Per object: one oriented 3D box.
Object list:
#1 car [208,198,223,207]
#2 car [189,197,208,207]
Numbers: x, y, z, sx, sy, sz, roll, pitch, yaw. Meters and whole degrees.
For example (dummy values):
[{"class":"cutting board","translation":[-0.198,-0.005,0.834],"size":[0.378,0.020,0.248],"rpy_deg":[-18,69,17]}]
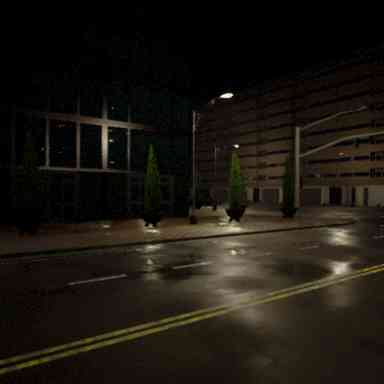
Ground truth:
[{"class":"car","translation":[2.816,1.650,55.324],"size":[2.033,1.411,5.357],"rpy_deg":[0,0,-35]},{"class":"car","translation":[-0.038,1.612,53.287],"size":[1.812,1.442,4.674],"rpy_deg":[0,0,-35]}]
